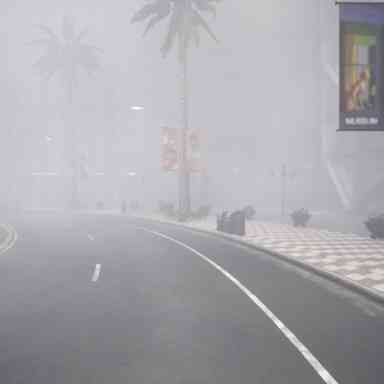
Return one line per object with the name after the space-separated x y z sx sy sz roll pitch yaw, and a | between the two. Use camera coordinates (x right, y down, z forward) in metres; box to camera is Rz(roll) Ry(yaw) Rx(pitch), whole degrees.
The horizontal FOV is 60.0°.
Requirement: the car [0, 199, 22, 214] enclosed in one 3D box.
-20.333 1.502 35.744 4.902 1.511 2.128 0 0 33 | car
